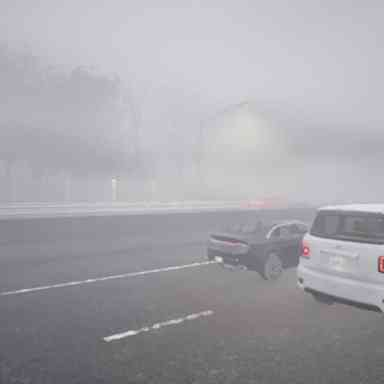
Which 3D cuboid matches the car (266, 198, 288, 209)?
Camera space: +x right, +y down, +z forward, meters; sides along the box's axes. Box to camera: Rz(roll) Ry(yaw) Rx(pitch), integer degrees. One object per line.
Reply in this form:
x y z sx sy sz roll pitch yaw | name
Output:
9.842 1.629 32.509 4.892 1.490 1.837 0 0 -35 | car

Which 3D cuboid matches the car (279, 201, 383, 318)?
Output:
4.592 1.257 7.024 5.566 2.045 2.150 0 0 -36 | car

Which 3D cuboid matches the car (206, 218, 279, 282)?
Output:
2.667 1.527 9.949 4.902 1.511 2.128 0 0 -36 | car

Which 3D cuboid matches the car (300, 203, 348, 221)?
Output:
11.786 1.688 29.597 4.181 1.385 1.994 0 0 -35 | car

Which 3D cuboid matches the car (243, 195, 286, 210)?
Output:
7.989 1.346 35.488 5.566 2.045 2.150 0 0 -35 | car
